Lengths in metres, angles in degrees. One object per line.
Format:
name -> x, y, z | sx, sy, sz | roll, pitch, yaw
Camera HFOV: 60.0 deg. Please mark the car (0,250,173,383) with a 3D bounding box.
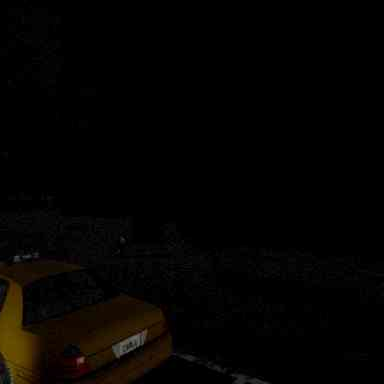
car -> -2.511, 1.525, 4.751 | 4.829, 1.417, 1.752 | 0, 0, 36
